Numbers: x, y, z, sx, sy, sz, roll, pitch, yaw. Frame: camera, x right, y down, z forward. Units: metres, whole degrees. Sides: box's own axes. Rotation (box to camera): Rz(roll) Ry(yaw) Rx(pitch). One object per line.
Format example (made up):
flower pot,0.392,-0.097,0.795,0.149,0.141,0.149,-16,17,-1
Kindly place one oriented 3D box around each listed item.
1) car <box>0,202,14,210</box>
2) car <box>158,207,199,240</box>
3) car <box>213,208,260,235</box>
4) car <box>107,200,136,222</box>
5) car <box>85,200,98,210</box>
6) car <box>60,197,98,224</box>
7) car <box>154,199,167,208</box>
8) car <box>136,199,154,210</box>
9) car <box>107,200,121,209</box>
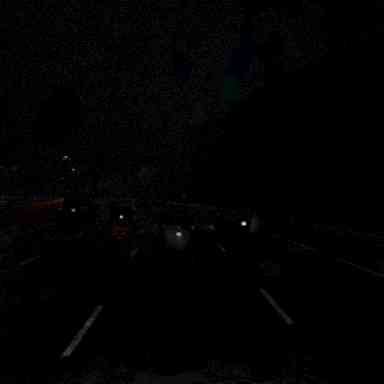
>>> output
car,-23.835,2.013,41.914,2.033,1.411,5.357,-1,0,-16
car,-0.854,1.699,17.725,1.895,1.301,4.718,-1,0,-6
car,2.485,1.634,19.326,1.994,1.385,4.181,-1,0,-6
car,-5.986,1.713,28.594,1.837,1.490,4.892,0,0,-10
car,-15.227,1.940,50.321,1.812,1.442,4.674,0,0,-18
car,-9.294,1.460,27.388,2.150,2.045,5.566,0,0,-10
car,-5.330,1.818,53.979,2.128,1.511,4.902,0,0,-18
car,-7.478,1.817,49.011,2.128,1.511,4.902,0,0,-17
car,-12.645,1.968,53.769,1.994,1.385,4.181,0,0,-18
